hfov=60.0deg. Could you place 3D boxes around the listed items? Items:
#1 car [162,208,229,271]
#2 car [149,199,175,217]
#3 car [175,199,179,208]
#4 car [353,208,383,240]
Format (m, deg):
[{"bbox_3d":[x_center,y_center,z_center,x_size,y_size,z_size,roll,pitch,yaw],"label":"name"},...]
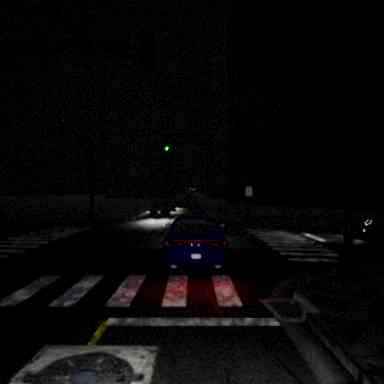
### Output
[{"bbox_3d":[0.109,1.513,11.121,1.882,1.535,5.008,0,0,0],"label":"car"},{"bbox_3d":[-3.075,1.596,32.584,2.128,1.511,4.902,0,0,-2],"label":"car"},{"bbox_3d":[-3.045,1.642,42.822,1.837,1.490,4.892,0,0,0],"label":"car"},{"bbox_3d":[10.970,1.596,17.973,4.553,1.767,2.097,1,0,0],"label":"car"}]
